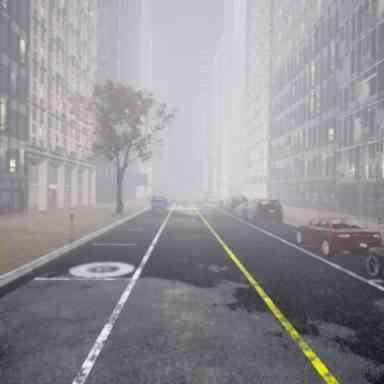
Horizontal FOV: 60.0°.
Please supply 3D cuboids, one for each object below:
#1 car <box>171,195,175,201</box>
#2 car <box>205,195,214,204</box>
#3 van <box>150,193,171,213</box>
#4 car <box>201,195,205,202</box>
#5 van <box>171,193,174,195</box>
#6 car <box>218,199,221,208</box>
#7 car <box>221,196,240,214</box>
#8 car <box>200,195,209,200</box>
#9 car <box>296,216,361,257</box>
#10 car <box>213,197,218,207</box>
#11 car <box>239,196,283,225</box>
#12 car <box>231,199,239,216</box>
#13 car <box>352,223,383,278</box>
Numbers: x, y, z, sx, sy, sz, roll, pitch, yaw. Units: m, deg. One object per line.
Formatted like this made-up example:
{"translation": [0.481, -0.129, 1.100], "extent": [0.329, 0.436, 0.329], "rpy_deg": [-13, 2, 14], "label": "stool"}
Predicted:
{"translation": [-3.854, 1.449, 47.130], "extent": [2.008, 1.369, 4.403], "rpy_deg": [1, 0, -2], "label": "car"}
{"translation": [3.987, 1.507, 64.645], "extent": [1.752, 1.417, 4.829], "rpy_deg": [1, 0, -2], "label": "car"}
{"translation": [-3.499, 1.259, 35.742], "extent": [1.690, 1.788, 3.998], "rpy_deg": [0, 0, -2], "label": "van"}
{"translation": [3.638, 1.520, 75.867], "extent": [1.947, 1.339, 4.313], "rpy_deg": [1, 0, -2], "label": "car"}
{"translation": [-4.736, 1.176, 75.610], "extent": [1.690, 1.788, 3.998], "rpy_deg": [1, 0, -2], "label": "van"}
{"translation": [4.693, 1.552, 41.862], "extent": [1.752, 1.417, 4.829], "rpy_deg": [0, 0, -2], "label": "car"}
{"translation": [4.877, 1.352, 35.997], "extent": [2.192, 1.841, 5.009], "rpy_deg": [0, 0, -2], "label": "car"}
{"translation": [3.285, 1.489, 87.257], "extent": [1.947, 1.339, 4.313], "rpy_deg": [1, 0, -2], "label": "car"}
{"translation": [5.582, 1.615, 13.215], "extent": [1.887, 1.381, 4.507], "rpy_deg": [0, 0, -2], "label": "car"}
{"translation": [4.521, 1.562, 47.388], "extent": [1.887, 1.381, 4.507], "rpy_deg": [1, 0, -2], "label": "car"}
{"translation": [5.231, 1.370, 24.606], "extent": [2.192, 1.841, 5.009], "rpy_deg": [0, 0, -2], "label": "car"}
{"translation": [5.052, 1.591, 30.301], "extent": [1.887, 1.381, 4.507], "rpy_deg": [0, 0, -2], "label": "car"}
{"translation": [5.758, 1.643, 7.520], "extent": [1.947, 1.339, 4.313], "rpy_deg": [0, 0, -2], "label": "car"}
